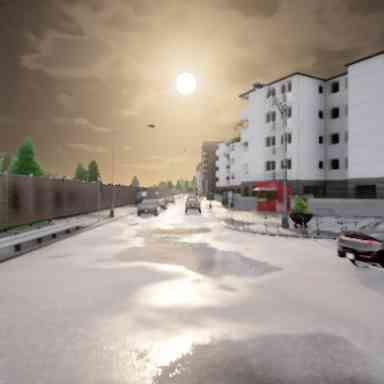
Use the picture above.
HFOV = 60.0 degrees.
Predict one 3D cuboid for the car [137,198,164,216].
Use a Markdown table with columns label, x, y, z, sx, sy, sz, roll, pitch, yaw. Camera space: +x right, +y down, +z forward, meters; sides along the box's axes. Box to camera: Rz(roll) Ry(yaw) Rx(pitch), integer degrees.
| label | x | y | z | sx | sy | sz | roll | pitch | yaw |
| --- | --- | --- | --- | --- | --- | --- | --- | --- | --- |
| car | -4.087 | 1.486 | 32.036 | 1.837 | 1.490 | 4.892 | 0 | 0 | 0 |

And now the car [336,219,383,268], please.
| label | x | y | z | sx | sy | sz | roll | pitch | yaw |
| --- | --- | --- | --- | --- | --- | --- | --- | --- | --- |
| car | 6.557 | 1.485 | 9.412 | 4.902 | 1.511 | 2.128 | 0 | -1 | -14 |

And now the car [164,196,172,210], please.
| label | x | y | z | sx | sy | sz | roll | pitch | yaw |
| --- | --- | --- | --- | --- | --- | --- | --- | --- | --- |
| car | -4.079 | 1.522 | 41.915 | 2.033 | 1.411 | 5.357 | 0 | 0 | 0 |

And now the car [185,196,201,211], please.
| label | x | y | z | sx | sy | sz | roll | pitch | yaw |
| --- | --- | --- | --- | --- | --- | --- | --- | --- | --- |
| car | 0.104 | 1.523 | 39.290 | 2.033 | 1.411 | 5.357 | 0 | 0 | 0 |

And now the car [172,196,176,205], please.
| label | x | y | z | sx | sy | sz | roll | pitch | yaw |
| --- | --- | --- | --- | --- | --- | --- | --- | --- | --- |
| car | -4.005 | 1.470 | 60.190 | 1.837 | 1.490 | 4.892 | 0 | 0 | 0 |
